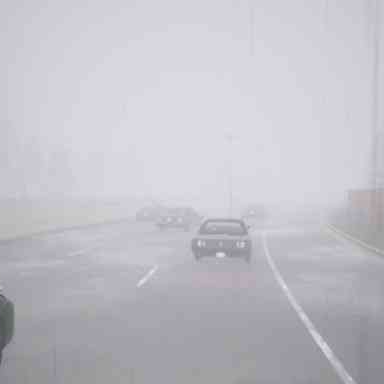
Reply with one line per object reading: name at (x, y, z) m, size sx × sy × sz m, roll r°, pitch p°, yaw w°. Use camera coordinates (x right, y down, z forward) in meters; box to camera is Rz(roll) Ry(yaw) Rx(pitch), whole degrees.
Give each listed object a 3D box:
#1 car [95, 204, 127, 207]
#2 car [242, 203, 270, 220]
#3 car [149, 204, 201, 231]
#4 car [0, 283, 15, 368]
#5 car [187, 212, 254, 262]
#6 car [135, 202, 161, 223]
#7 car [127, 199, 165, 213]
car at (-9.618, 1.672, 38.807) m, size 1.895 × 1.301 × 4.718 m, roll 0°, pitch 0°, yaw 22°
car at (5.584, 1.665, 29.062) m, size 1.994 × 1.385 × 4.181 m, roll 0°, pitch 0°, yaw 20°
car at (-0.647, 1.603, 20.901) m, size 2.033 × 1.411 × 5.357 m, roll 0°, pitch 0°, yaw 14°
car at (-3.287, 1.214, 1.692) m, size 2.150 × 2.045 × 5.566 m, roll 0°, pitch 0°, yaw 1°
car at (1.225, 1.640, 12.400) m, size 1.895 × 1.301 × 4.718 m, roll 0°, pitch 0°, yaw 9°
car at (-2.792, 1.625, 26.014) m, size 1.994 × 1.385 × 4.181 m, roll 0°, pitch 0°, yaw 16°
car at (-5.395, 1.581, 39.765) m, size 2.128 × 1.511 × 4.902 m, roll 0°, pitch 0°, yaw 24°
